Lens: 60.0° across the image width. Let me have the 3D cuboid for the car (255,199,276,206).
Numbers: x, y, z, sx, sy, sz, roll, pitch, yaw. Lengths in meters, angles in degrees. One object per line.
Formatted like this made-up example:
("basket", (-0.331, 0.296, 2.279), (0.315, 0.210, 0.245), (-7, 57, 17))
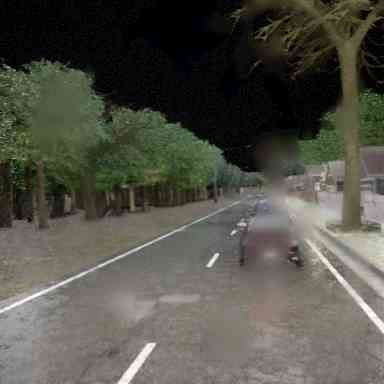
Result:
("car", (7.139, 1.366, 32.166), (1.812, 1.442, 4.674), (-2, 0, 12))

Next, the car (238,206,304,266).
("car", (2.636, 1.449, 11.350), (1.837, 1.490, 4.892), (-2, 0, 12))
